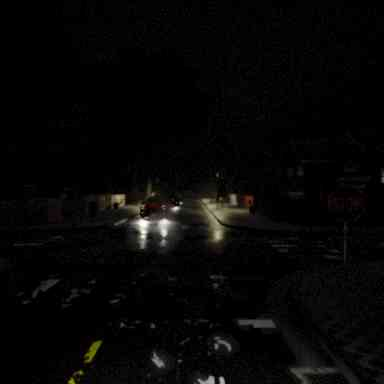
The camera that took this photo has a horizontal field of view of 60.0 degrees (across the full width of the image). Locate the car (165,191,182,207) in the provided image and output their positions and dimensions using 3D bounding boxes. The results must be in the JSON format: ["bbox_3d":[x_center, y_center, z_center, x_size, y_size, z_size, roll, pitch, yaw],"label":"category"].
[{"bbox_3d":[-2.882,0.849,44.621,2.150,2.045,5.566,0,1,0],"label":"car"}]

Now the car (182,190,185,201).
[{"bbox_3d":[-2.822,0.776,61.301,2.097,1.767,4.553,0,0,0],"label":"car"}]

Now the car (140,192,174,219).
[{"bbox_3d":[-2.878,1.127,26.823,2.097,1.767,4.553,0,0,0],"label":"car"}]
